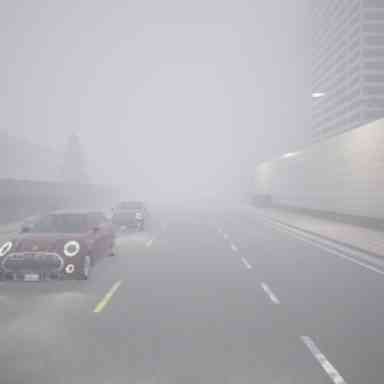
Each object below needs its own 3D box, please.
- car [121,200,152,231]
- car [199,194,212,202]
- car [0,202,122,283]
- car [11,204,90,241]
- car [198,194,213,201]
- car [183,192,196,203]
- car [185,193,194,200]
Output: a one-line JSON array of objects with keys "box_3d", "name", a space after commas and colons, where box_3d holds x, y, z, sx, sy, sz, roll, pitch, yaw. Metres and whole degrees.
[{"box_3d": [-3.714, 1.306, 20.160, 2.097, 1.767, 4.553, 0, 0, 0], "name": "car"}, {"box_3d": [3.026, 1.255, 69.350, 1.882, 1.535, 5.008, 0, 0, 0], "name": "car"}, {"box_3d": [-3.658, 1.336, 9.776, 2.097, 1.767, 4.553, 0, 0, 0], "name": "car"}, {"box_3d": [-7.205, 1.466, 17.651, 2.128, 1.511, 4.902, 0, 0, 0], "name": "car"}, {"box_3d": [3.212, 1.279, 79.771, 2.128, 1.511, 4.902, 0, 0, -17], "name": "car"}, {"box_3d": [-0.440, 1.104, 64.357, 2.150, 2.045, 5.566, 0, 0, 0], "name": "car"}, {"box_3d": [-0.544, 1.133, 79.328, 2.128, 1.511, 4.902, 0, 0, 0], "name": "car"}]
